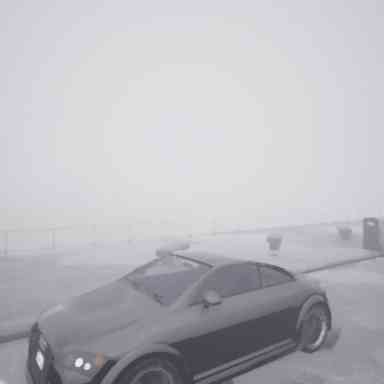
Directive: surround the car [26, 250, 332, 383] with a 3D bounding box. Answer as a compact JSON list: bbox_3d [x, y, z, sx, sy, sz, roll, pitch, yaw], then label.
[{"bbox_3d":[0.049,1.571,4.616,4.181,1.385,1.994,0,0,-35],"label":"car"}]
